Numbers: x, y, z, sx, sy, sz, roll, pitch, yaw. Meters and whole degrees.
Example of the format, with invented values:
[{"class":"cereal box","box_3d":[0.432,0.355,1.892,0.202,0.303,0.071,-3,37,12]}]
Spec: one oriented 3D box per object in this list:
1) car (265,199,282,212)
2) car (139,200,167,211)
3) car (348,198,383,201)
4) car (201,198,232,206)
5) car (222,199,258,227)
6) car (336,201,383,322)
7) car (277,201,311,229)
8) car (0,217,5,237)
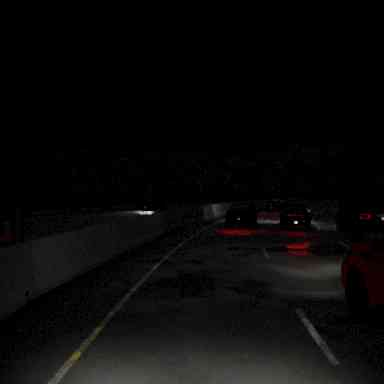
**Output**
[{"class":"car","box_3d":[10.372,1.640,41.098,2.128,1.511,4.902,0,0,26]},{"class":"car","box_3d":[-4.859,1.667,42.036,1.994,1.385,4.181,0,0,24]},{"class":"car","box_3d":[9.229,1.301,17.548,2.150,2.045,5.566,0,0,12]},{"class":"car","box_3d":[2.870,1.676,42.187,2.033,1.411,5.357,0,0,26]},{"class":"car","box_3d":[3.557,1.555,23.476,1.882,1.535,5.008,0,0,14]},{"class":"car","box_3d":[3.852,1.246,4.105,2.150,2.045,5.566,0,0,4]},{"class":"car","box_3d":[6.860,1.590,22.328,1.837,1.490,4.892,0,0,14]},{"class":"car","box_3d":[-9.490,1.498,12.850,2.128,1.511,4.902,0,0,8]}]
